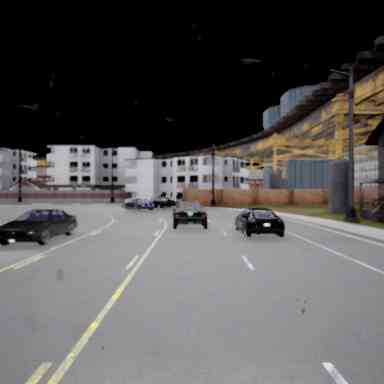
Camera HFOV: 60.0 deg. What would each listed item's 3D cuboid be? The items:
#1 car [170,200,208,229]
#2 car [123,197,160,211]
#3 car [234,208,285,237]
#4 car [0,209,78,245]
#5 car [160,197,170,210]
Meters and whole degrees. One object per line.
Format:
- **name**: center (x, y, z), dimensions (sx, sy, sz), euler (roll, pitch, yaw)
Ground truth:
- **car**: center (-0.206, 1.304, 21.593), dimensions (2.097, 1.767, 4.553), euler (0, 0, -3)
- **car**: center (-6.263, 1.462, 38.829), dimensions (2.033, 1.411, 5.357), euler (0, 0, -35)
- **car**: center (3.526, 1.525, 17.934), dimensions (1.994, 1.385, 4.181), euler (0, 0, -2)
- **car**: center (-7.002, 1.513, 15.587), dimensions (2.033, 1.411, 5.357), euler (0, 0, 0)
- **car**: center (-4.094, 1.386, 41.612), dimensions (1.882, 1.535, 5.008), euler (0, 0, -36)
